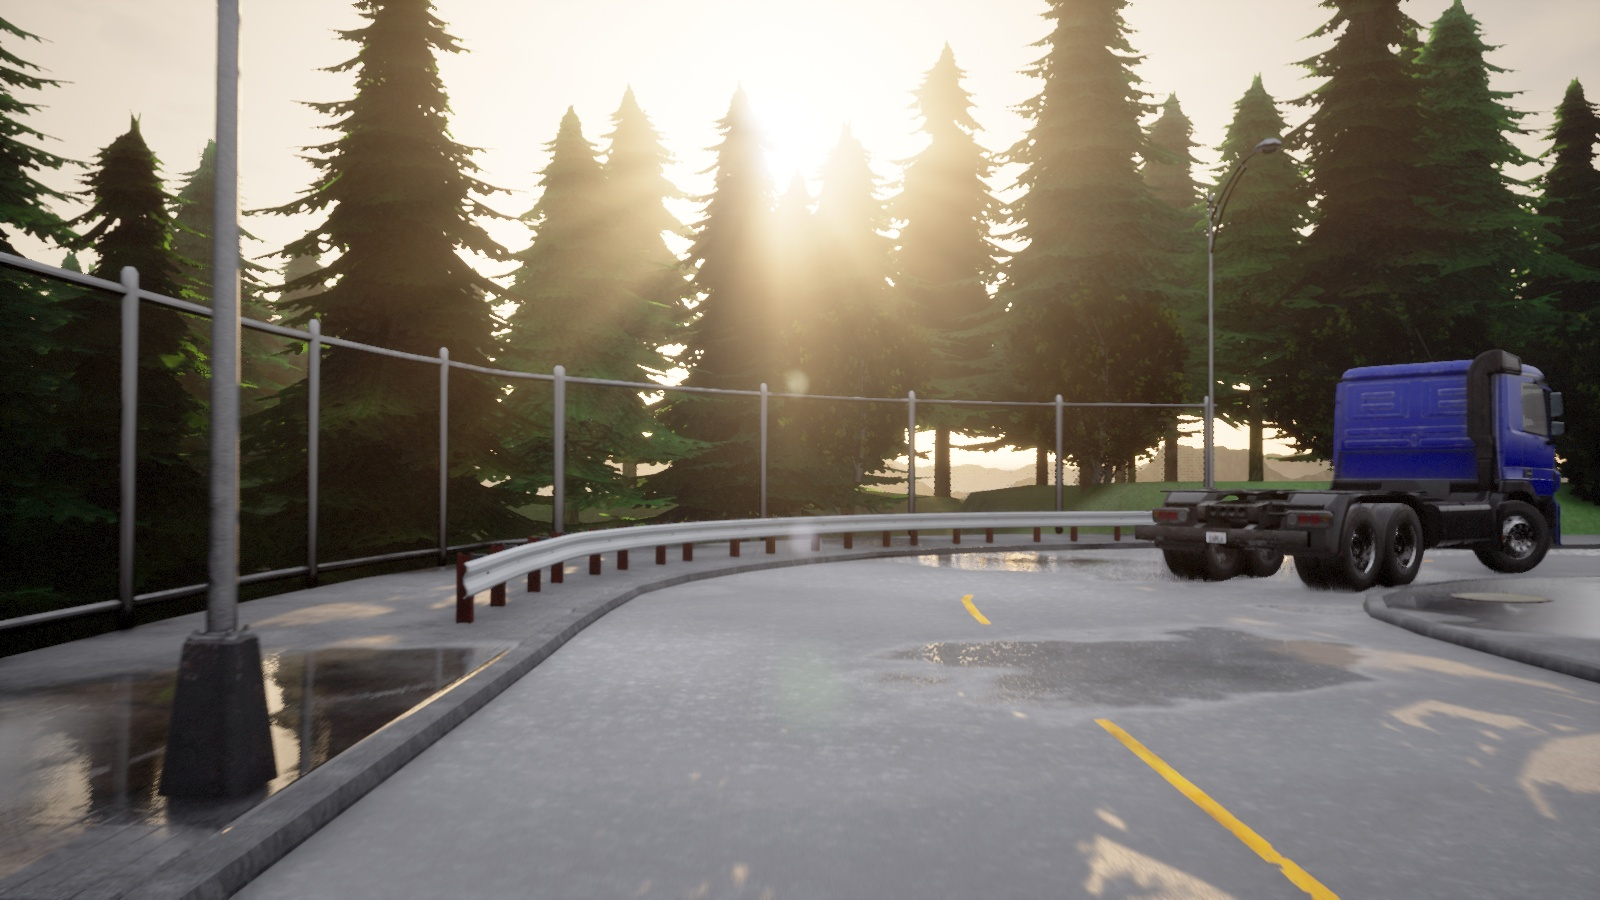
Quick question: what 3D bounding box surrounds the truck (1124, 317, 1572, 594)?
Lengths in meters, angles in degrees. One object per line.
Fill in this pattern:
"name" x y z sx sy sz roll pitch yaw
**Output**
"truck" 8.656 0.122 19.285 7.936 3.462 2.891 1 -2 -39
